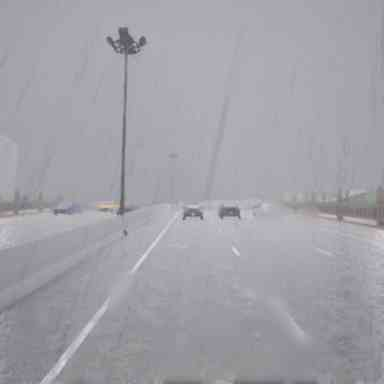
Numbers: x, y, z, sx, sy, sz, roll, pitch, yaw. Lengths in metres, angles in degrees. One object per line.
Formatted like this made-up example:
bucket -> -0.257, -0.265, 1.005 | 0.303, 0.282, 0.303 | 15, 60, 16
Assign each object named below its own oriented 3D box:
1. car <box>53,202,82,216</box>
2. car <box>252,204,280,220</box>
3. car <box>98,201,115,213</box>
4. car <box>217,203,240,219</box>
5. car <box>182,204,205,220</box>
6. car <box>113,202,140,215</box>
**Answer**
car -> -14.088, 1.845, 37.817 | 1.882, 1.535, 5.008 | 0, 0, 0
car -> 7.099, 1.833, 31.735 | 1.812, 1.442, 4.674 | 0, -1, 0
car -> -10.582, 1.889, 42.531 | 1.882, 1.535, 5.008 | 0, 0, 0
car -> 3.599, 1.797, 32.985 | 1.882, 1.535, 5.008 | 0, 0, 0
car -> 0.099, 1.836, 32.056 | 1.812, 1.442, 4.674 | 0, -1, 0
car -> -7.092, 1.961, 37.122 | 1.895, 1.301, 4.718 | 0, -1, 0
